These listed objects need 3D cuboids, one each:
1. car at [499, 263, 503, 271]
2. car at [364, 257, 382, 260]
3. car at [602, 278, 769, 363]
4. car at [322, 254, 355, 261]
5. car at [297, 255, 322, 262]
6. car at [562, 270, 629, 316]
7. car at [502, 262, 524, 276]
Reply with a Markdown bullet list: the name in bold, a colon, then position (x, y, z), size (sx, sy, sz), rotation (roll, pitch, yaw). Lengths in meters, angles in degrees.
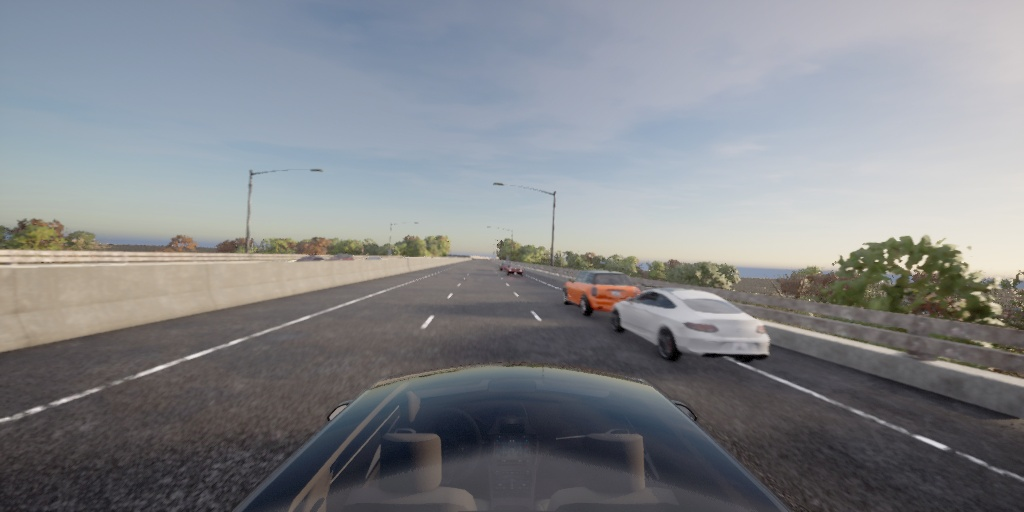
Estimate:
- **car**: position (-0.960, 1.681, 56.619), size (1.994, 1.385, 4.181), rotation (3, 0, -4)
- **car**: position (-17.683, 0.822, 45.720), size (1.812, 1.442, 4.674), rotation (3, 0, -4)
- **car**: position (3.990, 1.506, 8.853), size (1.812, 1.442, 4.674), rotation (3, 0, -5)
- **car**: position (-21.081, 0.487, 44.325), size (2.097, 1.767, 4.553), rotation (3, 0, -4)
- **car**: position (-24.572, 0.542, 44.003), size (1.994, 1.385, 4.181), rotation (3, 0, -4)
- **car**: position (3.508, 1.355, 14.804), size (2.097, 1.767, 4.553), rotation (3, 0, -5)
- **car**: position (0.217, 1.668, 42.787), size (1.895, 1.301, 4.718), rotation (3, 0, -5)
